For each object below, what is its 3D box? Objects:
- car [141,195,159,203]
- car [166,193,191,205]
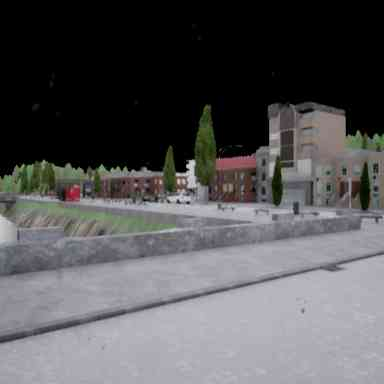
[{"bbox_3d":[-8.437,1.404,66.091,2.128,1.511,4.902,0,0,-35],"label":"car"},{"bbox_3d":[-2.351,1.133,57.638,2.150,2.045,5.566,0,0,-35],"label":"car"}]
